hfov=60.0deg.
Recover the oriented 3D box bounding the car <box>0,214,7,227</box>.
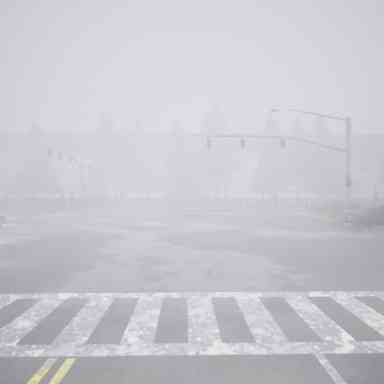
[{"bbox_3d":[-13.921,1.536,20.402,4.674,1.442,1.812,0,0,-2],"label":"car"}]

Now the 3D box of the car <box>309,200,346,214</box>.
[{"bbox_3d":[15.412,1.566,35.504,5.357,1.411,2.033,0,0,-2],"label":"car"}]

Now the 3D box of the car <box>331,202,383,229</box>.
[{"bbox_3d":[12.142,1.558,21.197,5.357,1.411,2.033,0,0,-2],"label":"car"}]
